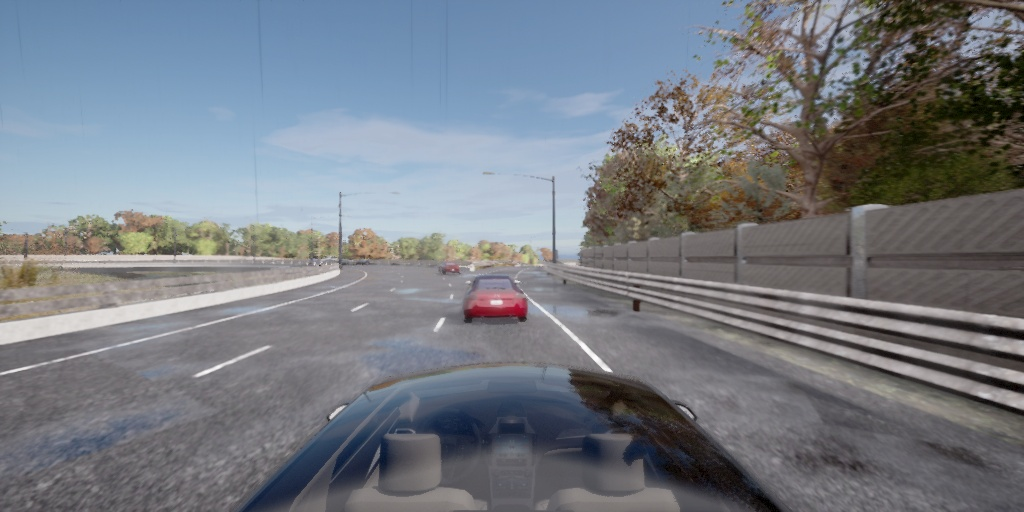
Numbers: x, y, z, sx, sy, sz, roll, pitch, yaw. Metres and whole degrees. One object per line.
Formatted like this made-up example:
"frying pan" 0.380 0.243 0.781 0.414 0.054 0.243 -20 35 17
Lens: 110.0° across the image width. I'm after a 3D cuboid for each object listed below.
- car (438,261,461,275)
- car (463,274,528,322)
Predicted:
"car" -7.102 1.334 40.376 1.812 1.442 4.674 0 0 -20
"car" -0.656 1.324 12.414 1.994 1.385 4.181 0 0 -6
